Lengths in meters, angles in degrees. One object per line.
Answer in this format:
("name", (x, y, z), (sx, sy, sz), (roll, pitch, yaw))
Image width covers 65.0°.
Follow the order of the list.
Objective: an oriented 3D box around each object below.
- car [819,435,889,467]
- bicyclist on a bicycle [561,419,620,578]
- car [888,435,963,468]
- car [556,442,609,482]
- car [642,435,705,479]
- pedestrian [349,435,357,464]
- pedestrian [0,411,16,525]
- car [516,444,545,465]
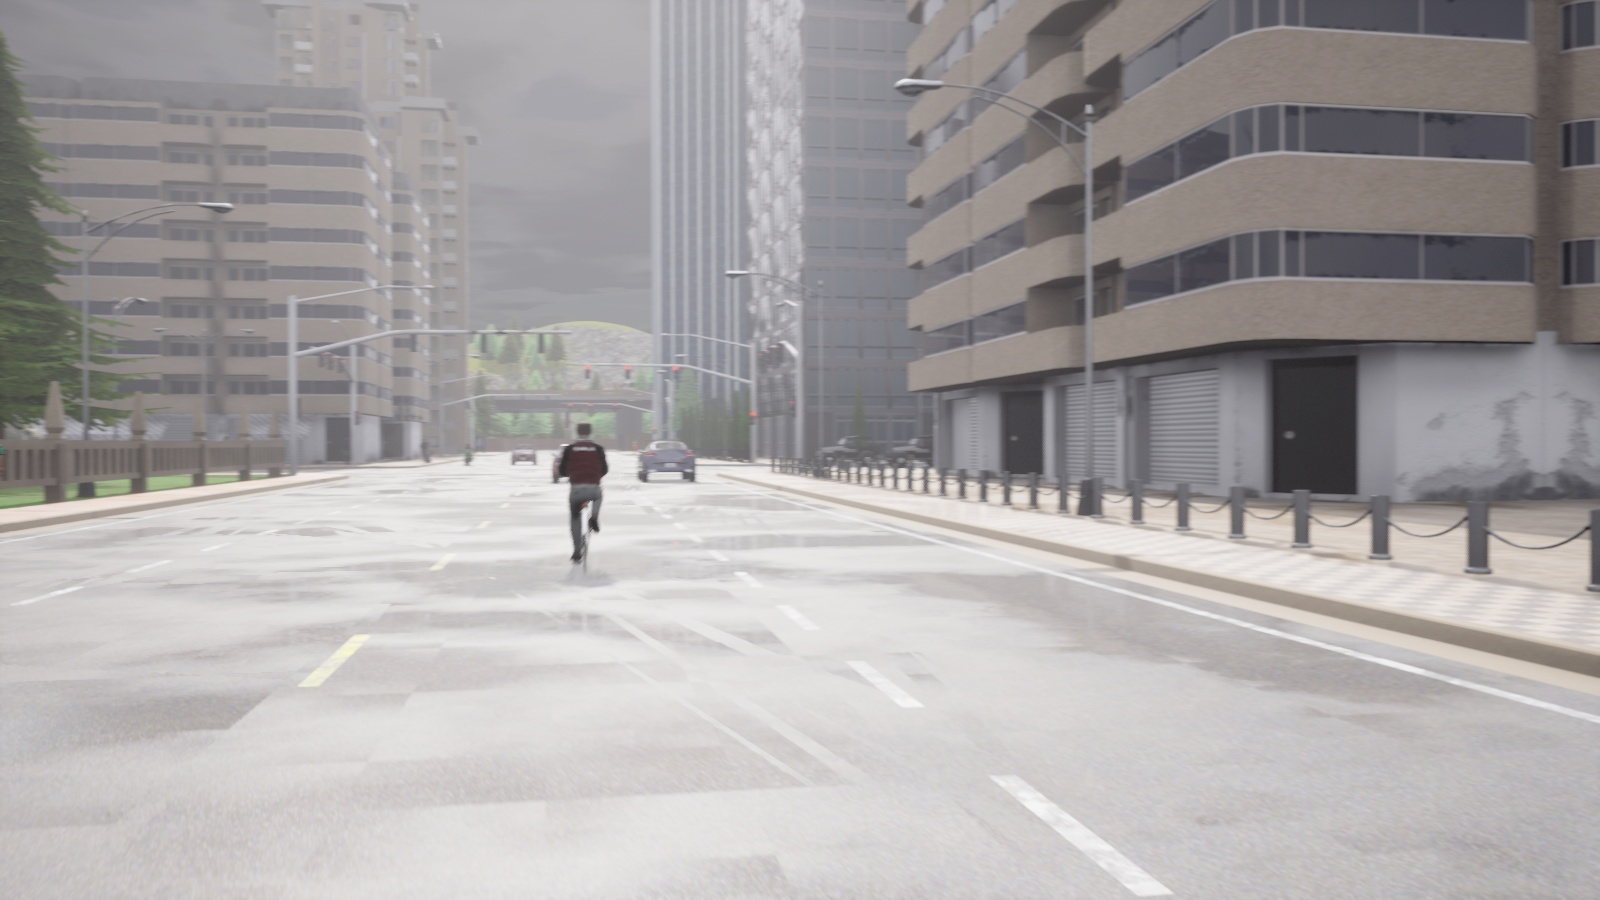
("car", (3.186, 0.056, 74.588), (3.866, 1.878, 1.905), (0, 0, -10))
("bicyclist on a bicycle", (-2.509, 0.535, 15.010), (0.659, 1.776, 1.843), (0, 1, -10))
("car", (7.150, 0.066, 71.712), (3.866, 1.878, 1.905), (0, 0, -10))
("car", (-8.424, 0.447, 48.671), (1.970, 1.475, 3.806), (0, 0, -10))
("car", (-5.076, 0.248, 49.836), (2.152, 1.651, 5.027), (0, 0, -10))
("pedestrian", (-28.457, -0.016, 80.025), (0.402, 1.842, 0.726), (0, 0, -13))
("pedestrian", (-14.047, 0.303, 21.626), (0.659, 1.952, 0.873), (0, 0, -11))
("car", (-18.949, 0.285, 88.327), (1.816, 1.474, 4.193), (0, 0, -10))
